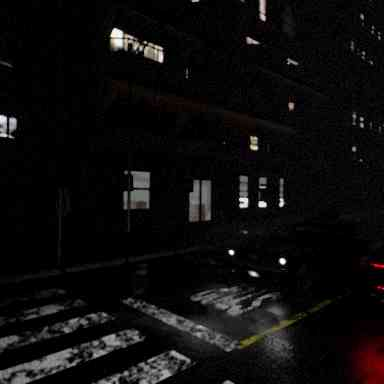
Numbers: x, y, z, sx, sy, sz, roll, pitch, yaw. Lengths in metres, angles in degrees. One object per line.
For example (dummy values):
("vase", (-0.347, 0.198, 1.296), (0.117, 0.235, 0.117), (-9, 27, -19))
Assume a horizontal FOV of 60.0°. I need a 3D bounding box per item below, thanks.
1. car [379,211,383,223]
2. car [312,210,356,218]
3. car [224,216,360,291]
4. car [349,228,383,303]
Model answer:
("car", (14.618, 1.431, 23.293), (4.829, 1.417, 1.752), (0, 1, -43))
("car", (6.584, 1.527, 15.909), (4.206, 1.307, 1.802), (0, 1, -43))
("car", (3.045, 1.570, 9.157), (4.718, 1.301, 1.895), (0, 0, -42))
("car", (5.339, 1.471, 7.052), (4.892, 1.490, 1.837), (0, 0, -43))
